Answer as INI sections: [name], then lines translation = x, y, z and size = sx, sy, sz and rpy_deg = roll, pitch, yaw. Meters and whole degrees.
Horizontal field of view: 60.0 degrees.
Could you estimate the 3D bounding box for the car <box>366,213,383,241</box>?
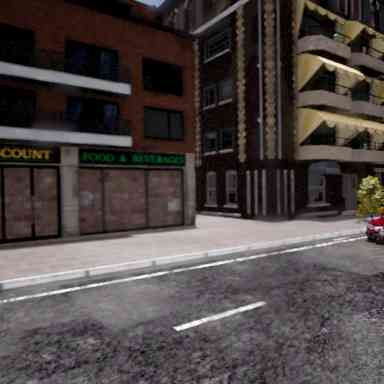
[car]
translation = 9.409, 1.342, 14.386
size = 4.674, 1.442, 1.812
rpy_deg = -1, 0, -35
